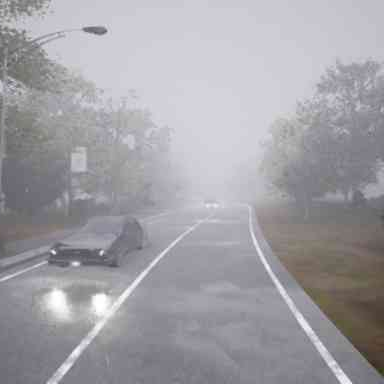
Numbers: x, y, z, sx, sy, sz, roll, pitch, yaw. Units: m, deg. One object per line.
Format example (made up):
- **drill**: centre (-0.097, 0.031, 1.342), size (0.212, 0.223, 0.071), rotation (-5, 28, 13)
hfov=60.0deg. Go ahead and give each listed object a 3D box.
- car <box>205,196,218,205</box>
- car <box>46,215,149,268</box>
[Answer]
- **car**: centre (3.104, 1.269, 53.312), size (1.994, 1.385, 4.181), rotation (0, 0, 5)
- **car**: centre (-2.892, 1.545, 11.633), size (2.033, 1.411, 5.357), rotation (0, 0, 6)
